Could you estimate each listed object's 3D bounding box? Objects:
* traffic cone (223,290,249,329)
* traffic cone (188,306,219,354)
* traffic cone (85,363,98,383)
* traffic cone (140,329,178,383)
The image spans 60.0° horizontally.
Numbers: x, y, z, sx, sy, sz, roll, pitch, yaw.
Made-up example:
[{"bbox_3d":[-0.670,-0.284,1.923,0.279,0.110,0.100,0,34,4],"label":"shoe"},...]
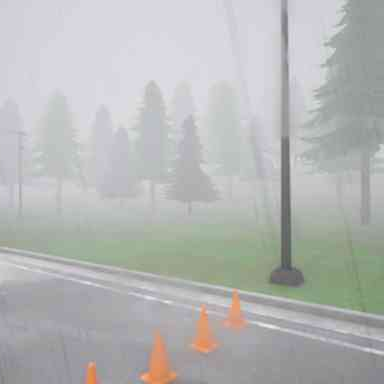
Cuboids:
[{"bbox_3d":[0.751,1.974,5.702,0.340,0.580,0.340,-1,0,35],"label":"traffic cone"},{"bbox_3d":[0.172,1.974,4.886,0.340,0.580,0.340,-1,0,35],"label":"traffic cone"},{"bbox_3d":[-0.984,1.974,3.255,0.340,0.580,0.340,-1,0,35],"label":"traffic cone"},{"bbox_3d":[-0.406,1.974,4.070,0.340,0.580,0.340,-1,0,35],"label":"traffic cone"}]
